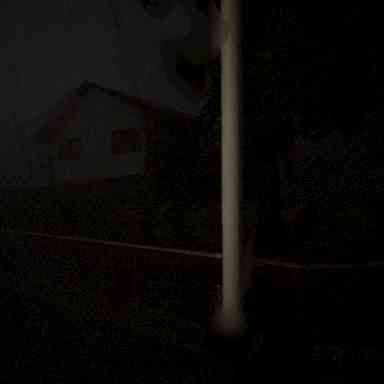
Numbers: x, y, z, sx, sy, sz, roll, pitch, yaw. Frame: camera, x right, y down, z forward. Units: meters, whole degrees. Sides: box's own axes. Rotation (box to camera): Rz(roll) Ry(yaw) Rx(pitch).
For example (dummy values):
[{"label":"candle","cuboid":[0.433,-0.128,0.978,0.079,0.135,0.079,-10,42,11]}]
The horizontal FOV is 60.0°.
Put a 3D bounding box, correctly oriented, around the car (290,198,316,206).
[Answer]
[{"label":"car","cuboid":[8.880,1.221,25.695,3.806,1.475,1.970,0,0,36]}]
